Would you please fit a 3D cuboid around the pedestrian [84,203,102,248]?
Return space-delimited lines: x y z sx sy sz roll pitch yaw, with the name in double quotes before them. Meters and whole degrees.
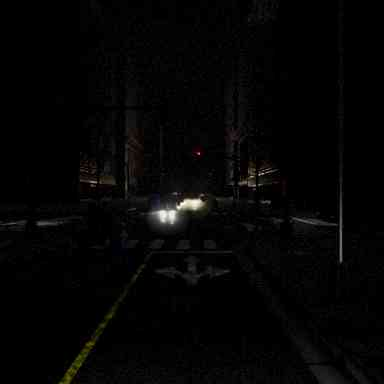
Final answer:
"pedestrian" -3.918 1.291 13.200 0.375 1.860 0.375 0 0 0

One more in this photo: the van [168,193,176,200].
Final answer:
"van" -5.373 1.196 89.685 1.690 1.788 3.998 0 0 0

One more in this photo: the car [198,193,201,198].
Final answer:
"car" 3.076 1.434 78.334 1.887 1.381 4.507 0 0 0

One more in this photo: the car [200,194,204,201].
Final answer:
"car" 3.001 1.501 67.037 1.802 1.307 4.206 0 0 0

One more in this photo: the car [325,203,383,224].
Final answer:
"car" 13.350 1.721 26.078 4.674 1.442 1.812 1 0 0

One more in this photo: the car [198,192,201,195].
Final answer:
"car" 3.187 1.419 95.281 1.802 1.307 4.206 0 0 0

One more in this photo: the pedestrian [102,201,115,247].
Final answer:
"pedestrian" -3.536 1.290 13.807 0.375 1.860 0.375 0 0 0

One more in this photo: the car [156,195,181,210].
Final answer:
"car" -2.920 1.456 42.624 2.128 1.511 4.902 0 0 1

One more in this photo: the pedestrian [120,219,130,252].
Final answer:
"pedestrian" -2.442 1.571 12.576 0.375 1.300 0.375 0 0 0

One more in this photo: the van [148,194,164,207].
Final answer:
"van" -5.635 1.295 50.144 1.690 1.788 3.998 0 0 0

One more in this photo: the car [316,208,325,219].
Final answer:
"car" 13.533 1.714 29.345 4.892 1.490 1.837 1 0 1

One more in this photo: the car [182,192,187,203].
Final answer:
"car" -2.709 1.272 66.493 2.097 1.767 4.553 0 0 1

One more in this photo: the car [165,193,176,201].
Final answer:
"car" -5.411 1.188 84.036 2.192 1.841 5.009 0 0 0

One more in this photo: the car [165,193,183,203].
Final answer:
"car" -2.846 1.426 53.114 1.882 1.535 5.008 0 0 1

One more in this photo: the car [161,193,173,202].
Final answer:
"car" -5.485 1.220 72.739 2.192 1.841 5.009 0 0 0

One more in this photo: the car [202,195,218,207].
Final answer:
"car" 2.889 1.519 50.089 1.947 1.339 4.313 0 0 0
